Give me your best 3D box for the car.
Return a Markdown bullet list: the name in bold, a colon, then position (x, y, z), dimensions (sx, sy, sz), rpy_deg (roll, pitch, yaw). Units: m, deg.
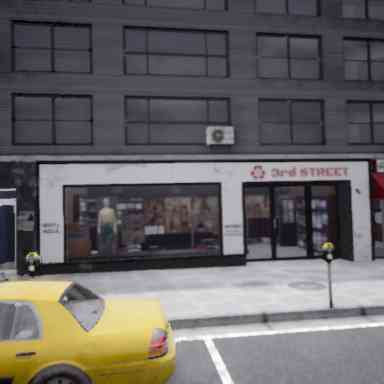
- **car**: position (-2.628, 1.698, 3.950), dimensions (4.829, 1.417, 1.752), rpy_deg (0, -3, -8)
